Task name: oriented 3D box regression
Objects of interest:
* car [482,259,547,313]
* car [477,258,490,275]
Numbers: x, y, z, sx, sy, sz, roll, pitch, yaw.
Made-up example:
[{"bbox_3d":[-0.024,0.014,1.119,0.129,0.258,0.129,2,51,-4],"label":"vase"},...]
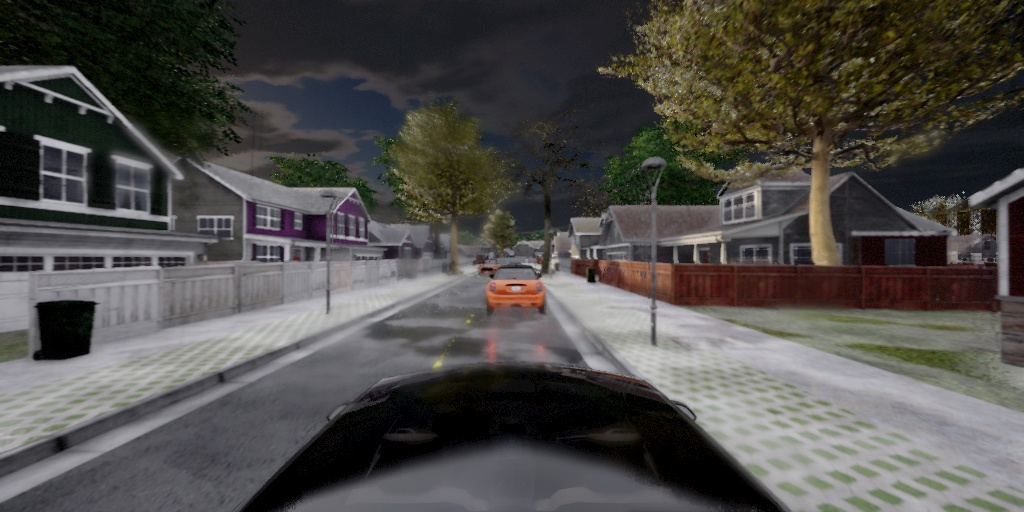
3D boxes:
[{"bbox_3d":[0.156,1.108,14.052,2.097,1.767,4.553,0,0,0],"label":"car"},{"bbox_3d":[-2.620,1.148,39.973,2.097,1.767,4.553,0,0,1],"label":"car"}]
